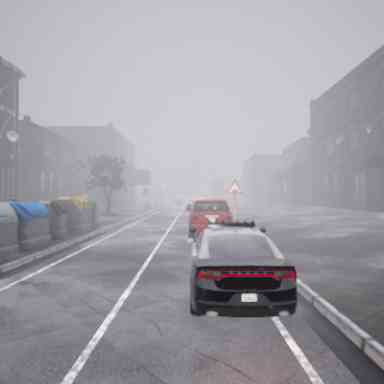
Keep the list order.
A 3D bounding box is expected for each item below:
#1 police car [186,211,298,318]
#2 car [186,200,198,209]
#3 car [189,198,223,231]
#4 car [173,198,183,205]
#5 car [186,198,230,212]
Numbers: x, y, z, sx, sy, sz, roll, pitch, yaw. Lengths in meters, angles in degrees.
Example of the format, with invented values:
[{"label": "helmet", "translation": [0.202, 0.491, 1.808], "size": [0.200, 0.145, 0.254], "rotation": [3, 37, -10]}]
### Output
[{"label": "police car", "translation": [0.904, 1.487, 7.835], "size": [1.930, 1.638, 5.238], "rotation": [0, 0, 0]}, {"label": "car", "translation": [0.014, 2.073, 56.166], "size": [1.994, 1.385, 4.181], "rotation": [0, 0, 0]}, {"label": "car", "translation": [0.907, 1.442, 23.761], "size": [2.150, 2.045, 5.566], "rotation": [0, -1, 0]}, {"label": "car", "translation": [-2.985, 2.109, 72.087], "size": [1.837, 1.490, 4.892], "rotation": [0, 0, 0]}, {"label": "car", "translation": [0.906, 1.379, 17.760], "size": [2.150, 2.045, 5.566], "rotation": [0, -1, 0]}]
